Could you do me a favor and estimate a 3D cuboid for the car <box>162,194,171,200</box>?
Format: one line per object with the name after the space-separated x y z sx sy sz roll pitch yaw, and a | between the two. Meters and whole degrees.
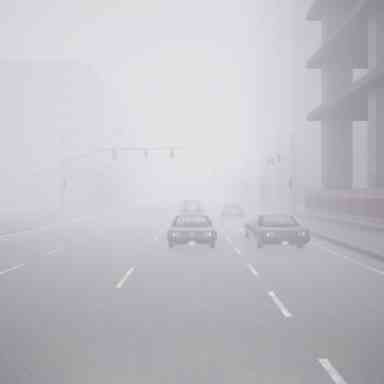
-6.999 1.298 92.295 2.097 1.767 4.553 0 0 1 | car

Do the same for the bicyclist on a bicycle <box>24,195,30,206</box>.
-25.548 1.354 51.442 0.582 1.620 1.656 0 0 0 | bicyclist on a bicycle

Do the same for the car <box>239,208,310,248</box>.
3.500 1.615 14.680 1.895 1.301 4.718 0 0 0 | car

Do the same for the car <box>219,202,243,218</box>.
3.500 1.572 29.652 1.994 1.385 4.181 0 0 0 | car

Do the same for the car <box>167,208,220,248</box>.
0.000 1.615 14.680 1.895 1.301 4.718 0 0 0 | car

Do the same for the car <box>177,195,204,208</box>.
0.000 1.365 29.622 2.097 1.767 4.553 0 0 0 | car

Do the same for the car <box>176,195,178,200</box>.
-3.500 1.468 92.221 2.128 1.511 4.902 0 0 1 | car
